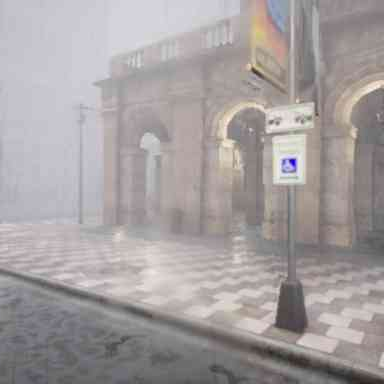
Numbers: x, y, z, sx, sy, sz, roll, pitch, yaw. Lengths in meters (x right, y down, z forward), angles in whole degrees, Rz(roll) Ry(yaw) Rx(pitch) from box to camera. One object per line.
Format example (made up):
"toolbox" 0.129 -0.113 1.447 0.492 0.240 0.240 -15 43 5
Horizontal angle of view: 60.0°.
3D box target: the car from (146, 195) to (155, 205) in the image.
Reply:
"car" -7.840 1.271 53.136 1.882 1.535 5.008 0 0 36
